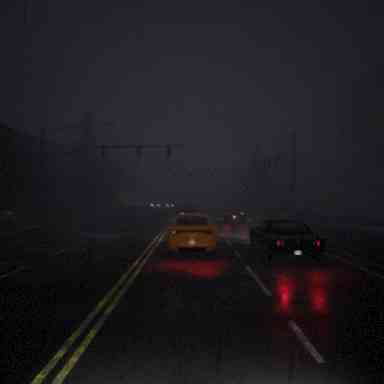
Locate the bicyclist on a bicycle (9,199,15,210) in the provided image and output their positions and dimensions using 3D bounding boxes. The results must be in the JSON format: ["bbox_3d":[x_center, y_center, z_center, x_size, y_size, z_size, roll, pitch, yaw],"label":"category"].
[{"bbox_3d":[-26.163,1.841,48.328,0.582,1.620,1.656,0,0,-1],"label":"bicyclist on a bicycle"}]

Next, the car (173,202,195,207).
[{"bbox_3d":[-0.392,1.846,28.893,1.812,1.442,4.674,0,0,-7],"label":"car"}]

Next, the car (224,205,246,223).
[{"bbox_3d":[3.740,1.847,28.948,1.812,1.442,4.674,0,0,9],"label":"car"}]

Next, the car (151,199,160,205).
[{"bbox_3d":[-8.782,2.400,81.240,1.837,1.490,4.892,0,-1,-2],"label":"car"}]

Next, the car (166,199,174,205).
[{"bbox_3d":[-5.283,2.453,81.331,1.994,1.385,4.181,0,-1,-2],"label":"car"}]

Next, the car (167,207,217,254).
[{"bbox_3d":[0.027,1.636,14.229,1.882,1.535,5.008,0,0,1],"label":"car"}]

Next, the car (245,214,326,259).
[{"bbox_3d":[3.515,1.749,13.225,1.895,1.301,4.718,0,-1,0],"label":"car"}]
